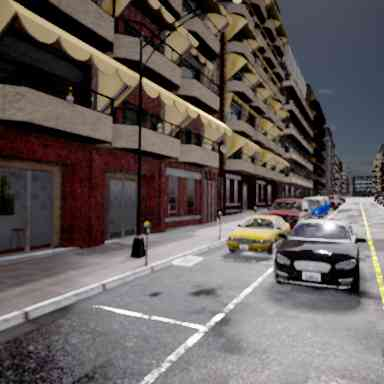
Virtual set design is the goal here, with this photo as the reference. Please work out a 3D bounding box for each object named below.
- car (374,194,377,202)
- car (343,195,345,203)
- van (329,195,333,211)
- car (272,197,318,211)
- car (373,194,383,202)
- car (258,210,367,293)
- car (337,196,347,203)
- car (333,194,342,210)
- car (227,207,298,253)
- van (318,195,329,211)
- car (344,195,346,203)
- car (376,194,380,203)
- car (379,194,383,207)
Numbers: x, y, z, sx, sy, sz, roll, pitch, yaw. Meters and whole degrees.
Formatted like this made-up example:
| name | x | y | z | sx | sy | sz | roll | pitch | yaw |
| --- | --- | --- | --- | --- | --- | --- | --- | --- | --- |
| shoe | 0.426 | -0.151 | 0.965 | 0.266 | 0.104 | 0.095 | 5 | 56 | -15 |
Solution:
| name | x | y | z | sx | sy | sz | roll | pitch | yaw |
| --- | --- | --- | --- | --- | --- | --- | --- | --- | --- |
| car | 39.546 | 1.691 | 69.282 | 1.802 | 1.307 | 4.206 | 1 | 0 | 27 |
| car | 25.140 | 1.640 | 57.995 | 1.947 | 1.339 | 4.313 | 1 | 0 | 27 |
| van | 12.790 | 1.362 | 33.253 | 1.690 | 1.788 | 3.998 | 1 | 1 | 27 |
| car | 5.379 | 1.323 | 18.409 | 2.192 | 1.841 | 5.009 | 2 | 1 | 27 |
| car | 44.493 | 1.469 | 79.178 | 2.192 | 1.841 | 5.009 | 1 | 0 | 27 |
| car | 3.570 | 1.492 | 9.114 | 2.128 | 1.511 | 4.902 | 0 | 0 | 26 |
| car | 35.023 | 1.694 | 77.785 | 1.887 | 1.381 | 4.507 | 1 | 0 | 27 |
| car | 17.732 | 1.354 | 43.148 | 2.192 | 1.841 | 5.009 | 1 | 1 | 27 |
| car | 2.827 | 1.533 | 13.311 | 1.752 | 1.417 | 4.829 | 2 | 1 | 27 |
| van | 10.319 | 1.355 | 28.303 | 1.690 | 1.788 | 3.998 | 2 | 1 | 27 |
| car | 32.556 | 1.442 | 72.835 | 2.192 | 1.841 | 5.009 | 1 | 0 | 27 |
| car | 34.606 | 1.512 | 59.384 | 1.967 | 1.590 | 4.097 | 1 | 0 | 27 |
| car | 29.666 | 1.358 | 49.485 | 2.192 | 1.841 | 5.009 | 1 | 0 | 27 |
